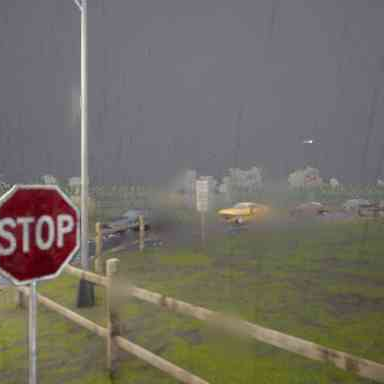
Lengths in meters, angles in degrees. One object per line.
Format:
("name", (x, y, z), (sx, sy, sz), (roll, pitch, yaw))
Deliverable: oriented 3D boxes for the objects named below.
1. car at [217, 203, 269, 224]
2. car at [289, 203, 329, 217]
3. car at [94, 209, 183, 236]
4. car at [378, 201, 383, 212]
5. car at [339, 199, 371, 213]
("car", (4.152, 1.634, 26.569), (5.008, 1.535, 1.882), (0, 0, -42))
("car", (11.632, 1.740, 33.141), (4.718, 1.301, 1.895), (0, 0, -40))
("car", (-2.999, 1.715, 19.818), (5.357, 1.411, 2.033), (0, 0, -44))
("car", (23.275, 1.695, 38.862), (4.718, 1.301, 1.895), (0, 0, -37))
("car", (19.414, 1.622, 39.477), (4.892, 1.490, 1.837), (0, 0, -38))
